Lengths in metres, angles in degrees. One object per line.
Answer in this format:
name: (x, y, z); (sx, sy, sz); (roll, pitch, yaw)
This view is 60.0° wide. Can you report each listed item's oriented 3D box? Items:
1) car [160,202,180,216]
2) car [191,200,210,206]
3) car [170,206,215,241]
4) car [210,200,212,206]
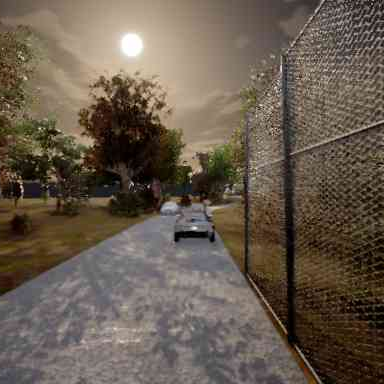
car: (-2.242, 1.787, 35.998); (1.812, 1.442, 4.674); (0, -1, 4)
car: (0.657, 1.809, 35.530); (2.033, 1.411, 5.357); (0, -1, 3)
car: (0.123, 1.623, 17.094); (1.994, 1.385, 4.181); (0, 0, 0)
car: (3.367, 2.542, 76.042); (2.097, 1.767, 4.553); (0, -2, 12)
